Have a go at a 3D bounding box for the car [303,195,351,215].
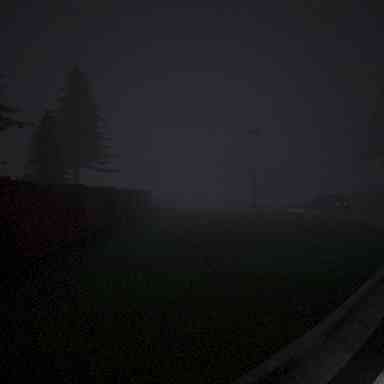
[{"bbox_3d":[14.319,1.294,35.503,2.150,2.045,5.566,0,0,-19],"label":"car"}]
